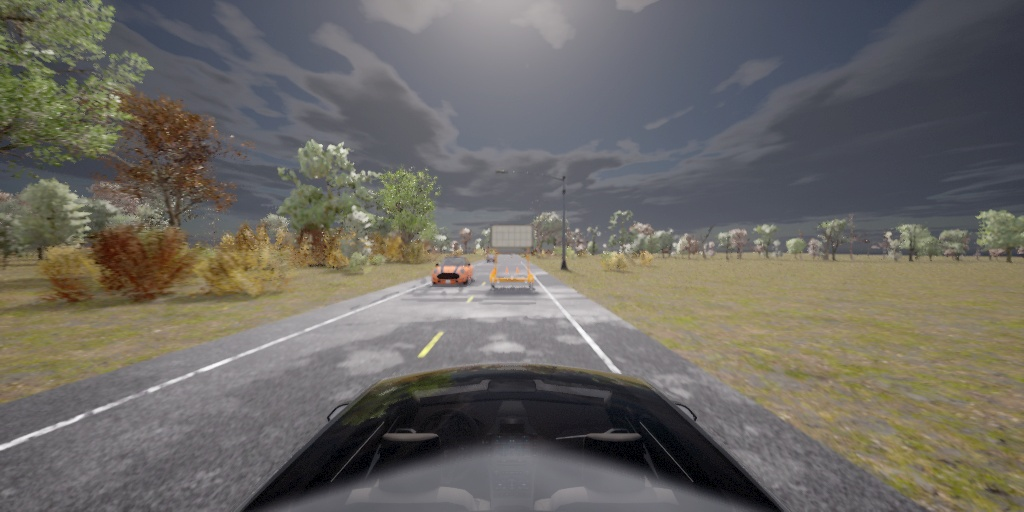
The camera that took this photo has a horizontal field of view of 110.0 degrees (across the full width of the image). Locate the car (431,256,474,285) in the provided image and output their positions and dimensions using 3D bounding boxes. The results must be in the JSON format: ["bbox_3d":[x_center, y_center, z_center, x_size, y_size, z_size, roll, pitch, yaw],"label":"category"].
[{"bbox_3d":[-3.587,0.819,22.377,2.097,1.767,4.553,0,1,0],"label":"car"}]

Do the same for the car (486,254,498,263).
[{"bbox_3d":[-3.508,0.453,63.183,1.812,1.442,4.674,0,1,1],"label":"car"}]

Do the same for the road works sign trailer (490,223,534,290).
[{"bbox_3d":[0.003,-0.037,20.099,2.380,3.560,2.880,0,0,0],"label":"road works sign trailer"}]
